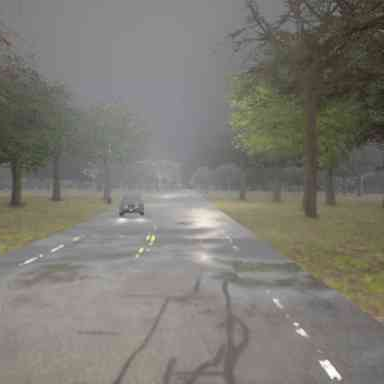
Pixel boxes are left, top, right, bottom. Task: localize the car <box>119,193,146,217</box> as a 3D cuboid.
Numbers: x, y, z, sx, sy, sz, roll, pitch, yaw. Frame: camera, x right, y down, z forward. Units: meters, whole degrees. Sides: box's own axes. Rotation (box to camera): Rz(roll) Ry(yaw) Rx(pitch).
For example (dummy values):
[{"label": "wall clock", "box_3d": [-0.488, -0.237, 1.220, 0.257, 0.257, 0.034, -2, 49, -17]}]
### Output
[{"label": "car", "box_3d": [-5.480, 1.130, 30.853, 2.150, 2.045, 5.566, 0, 0, -7]}]
